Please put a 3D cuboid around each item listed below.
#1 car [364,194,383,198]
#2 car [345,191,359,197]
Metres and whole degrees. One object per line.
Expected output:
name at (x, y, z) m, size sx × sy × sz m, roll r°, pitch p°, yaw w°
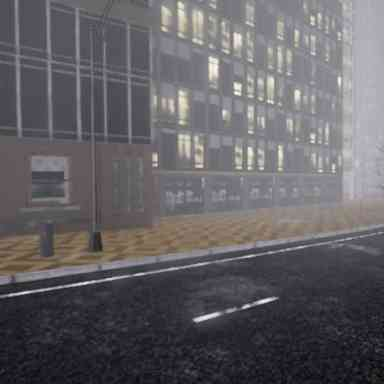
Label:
car at (38.657, 0.671, 70.113) m, size 1.802 × 1.307 × 4.206 m, roll -1°, pitch 2°, yaw -41°
car at (34.972, 0.548, 74.439) m, size 1.947 × 1.339 × 4.313 m, roll -1°, pitch 2°, yaw -41°
